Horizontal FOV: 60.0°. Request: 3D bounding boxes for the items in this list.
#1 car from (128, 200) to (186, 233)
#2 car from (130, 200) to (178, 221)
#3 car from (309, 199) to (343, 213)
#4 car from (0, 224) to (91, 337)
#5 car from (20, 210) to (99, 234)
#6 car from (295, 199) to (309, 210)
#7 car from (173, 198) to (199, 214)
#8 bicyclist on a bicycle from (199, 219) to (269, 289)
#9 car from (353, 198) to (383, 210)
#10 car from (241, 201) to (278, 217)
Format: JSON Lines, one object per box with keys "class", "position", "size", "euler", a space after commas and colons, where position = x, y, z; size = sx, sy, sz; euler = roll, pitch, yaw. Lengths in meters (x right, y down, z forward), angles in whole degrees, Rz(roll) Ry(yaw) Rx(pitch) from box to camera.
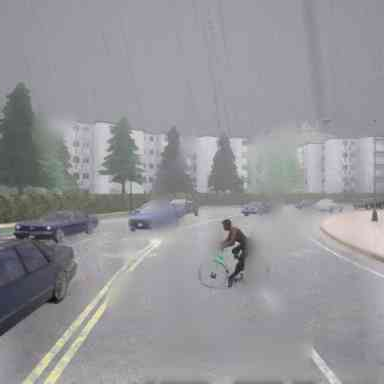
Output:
{"class": "car", "position": [-2.095, 1.478, 20.004], "size": [1.882, 1.535, 5.008], "euler": [0, 0, 15]}
{"class": "car", "position": [-3.074, 1.506, 28.167], "size": [1.837, 1.490, 4.892], "euler": [0, 0, 23]}
{"class": "car", "position": [14.871, 1.526, 36.262], "size": [1.812, 1.442, 4.674], "euler": [0, 0, 43]}
{"class": "car", "position": [-3.565, 1.547, 5.454], "size": [2.033, 1.411, 5.357], "euler": [0, 0, 0]}
{"class": "car", "position": [-6.408, 1.601, 16.252], "size": [1.895, 1.301, 4.718], "euler": [0, 0, 9]}
{"class": "car", "position": [14.897, 1.547, 41.231], "size": [5.357, 1.411, 2.033], "euler": [0, 0, -41]}
{"class": "car", "position": [-0.842, 1.178, 24.872], "size": [1.812, 1.442, 4.674], "euler": [0, 0, 20]}
{"class": "bicyclist on a bicycle", "position": [0.970, 1.452, 7.684], "size": [1.656, 1.620, 0.582], "euler": [0, 0, -1]}
{"class": "car", "position": [22.676, 1.491, 42.525], "size": [4.902, 1.511, 2.128], "euler": [0, 0, -30]}
{"class": "car", "position": [6.436, 1.547, 31.354], "size": [2.033, 1.411, 5.357], "euler": [0, 0, 32]}
